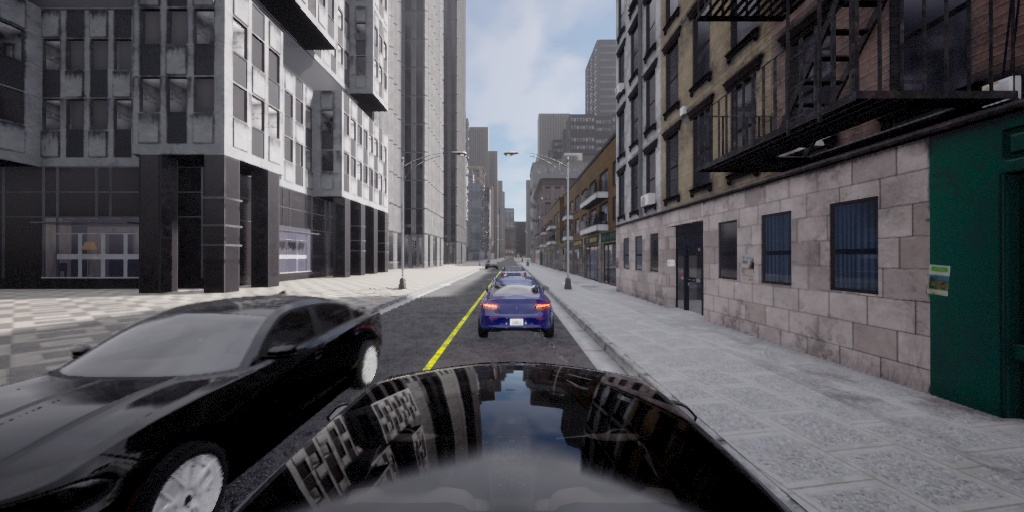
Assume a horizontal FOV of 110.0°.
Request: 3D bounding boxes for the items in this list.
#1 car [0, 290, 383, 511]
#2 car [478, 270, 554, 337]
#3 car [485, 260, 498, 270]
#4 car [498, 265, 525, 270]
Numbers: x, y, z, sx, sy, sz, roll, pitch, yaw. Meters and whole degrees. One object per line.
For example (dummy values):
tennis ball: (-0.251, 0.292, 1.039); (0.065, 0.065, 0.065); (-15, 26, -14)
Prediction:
car: (-3.102, 1.228, 4.035); (1.882, 1.535, 5.008); (0, 0, 0)
car: (0.096, 1.279, 10.134); (1.812, 1.442, 4.674); (0, 0, 0)
car: (-3.065, 1.283, 54.338); (1.882, 1.535, 5.008); (0, 0, 1)
car: (0.093, 1.372, 27.879); (1.895, 1.301, 4.718); (0, 0, -1)
